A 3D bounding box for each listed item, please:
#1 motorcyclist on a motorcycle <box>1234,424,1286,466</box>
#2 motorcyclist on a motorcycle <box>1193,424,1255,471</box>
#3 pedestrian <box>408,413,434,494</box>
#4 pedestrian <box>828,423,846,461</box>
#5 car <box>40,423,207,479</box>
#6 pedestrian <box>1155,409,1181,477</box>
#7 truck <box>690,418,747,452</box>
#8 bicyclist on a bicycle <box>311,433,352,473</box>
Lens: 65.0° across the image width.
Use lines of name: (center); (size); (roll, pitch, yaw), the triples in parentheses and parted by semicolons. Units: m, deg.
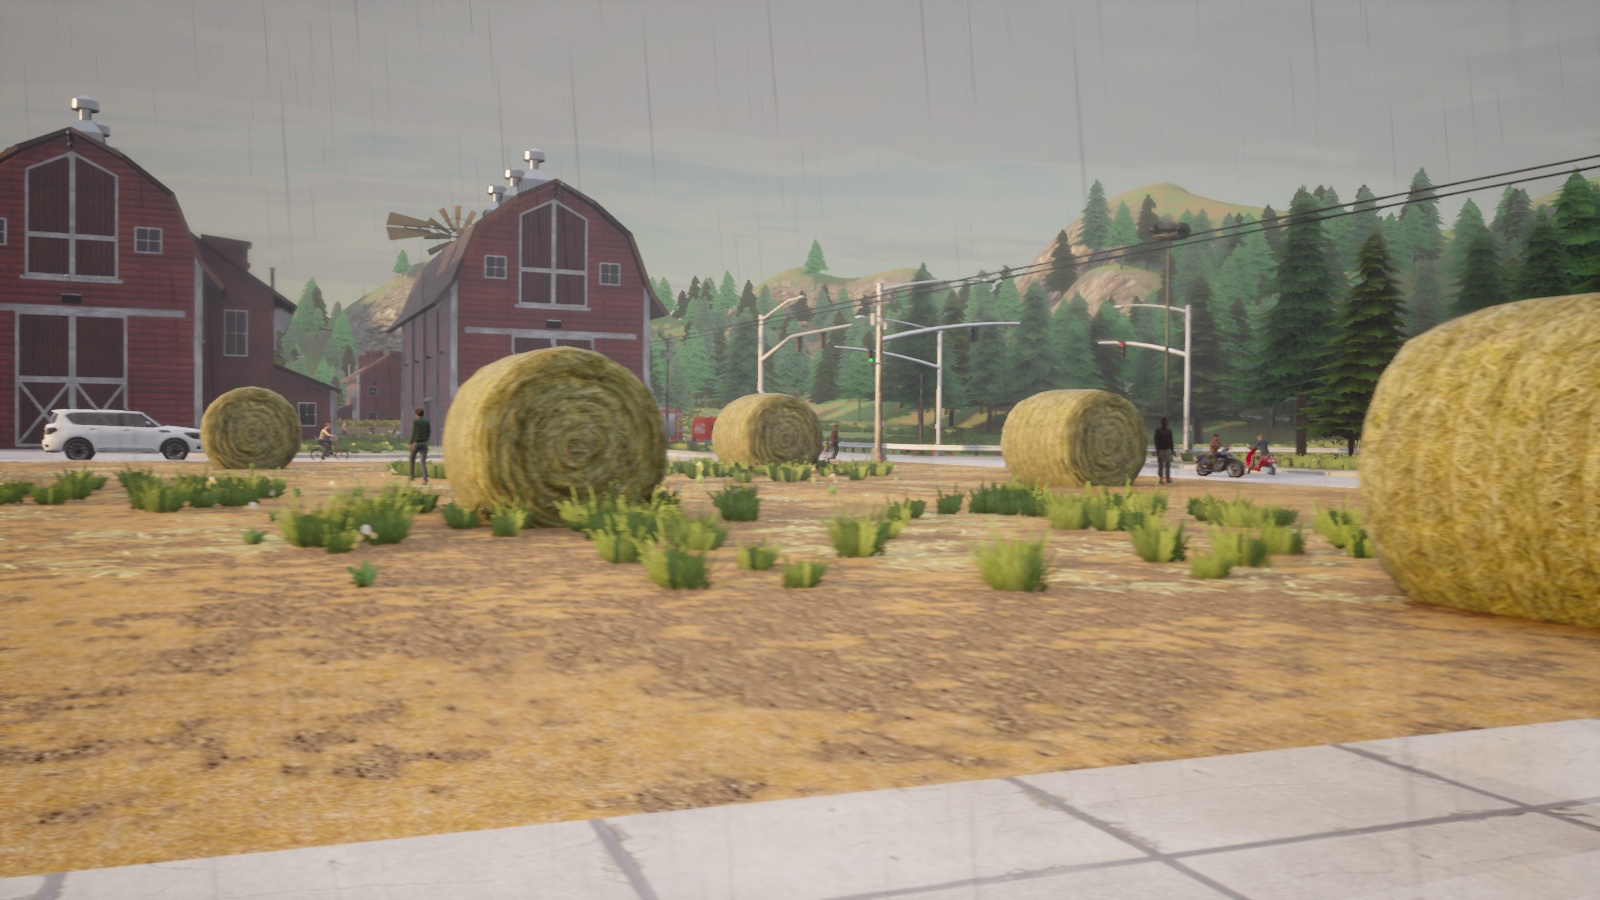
motorcyclist on a motorcycle: (17.746, -0.194, 48.460); (0.866, 1.590, 1.817); (-1, 1, -24)
motorcyclist on a motorcycle: (15.288, -0.120, 45.344); (0.766, 1.649, 2.350); (-1, 1, -24)
pedestrian: (-8.784, 0.079, 29.121); (0.353, 1.847, 0.614); (-1, 1, -37)
pedestrian: (1.748, -0.393, 59.455); (0.328, 1.805, 0.869); (-1, 1, -41)
car: (-26.281, 0.009, 49.051); (5.566, 2.045, 2.150); (-1, 1, -25)
pedestrian: (10.002, -0.196, 34.141); (0.431, 1.840, 0.703); (-1, 1, -7)
truck: (-6.200, -1.125, 94.543); (2.627, 2.467, 5.204); (-1, 1, -24)
bicyclist on a bicycle: (-19.462, 0.104, 52.180); (1.509, 1.612, 0.866); (-1, 1, -25)
